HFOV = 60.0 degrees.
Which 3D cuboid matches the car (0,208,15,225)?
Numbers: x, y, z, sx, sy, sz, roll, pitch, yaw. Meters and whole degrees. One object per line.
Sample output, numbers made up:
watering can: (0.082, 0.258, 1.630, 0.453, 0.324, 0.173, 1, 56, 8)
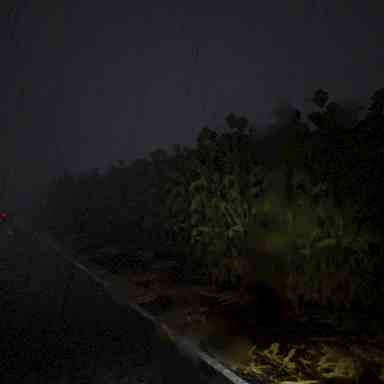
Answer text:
car: (-16.601, 2.130, 28.947, 2.128, 1.511, 4.902, -2, 0, -31)
